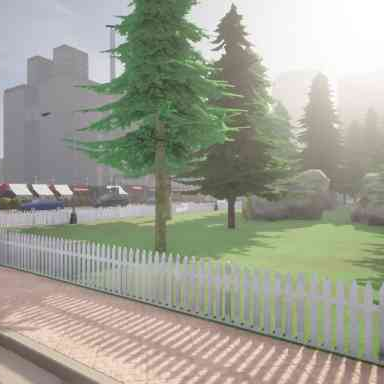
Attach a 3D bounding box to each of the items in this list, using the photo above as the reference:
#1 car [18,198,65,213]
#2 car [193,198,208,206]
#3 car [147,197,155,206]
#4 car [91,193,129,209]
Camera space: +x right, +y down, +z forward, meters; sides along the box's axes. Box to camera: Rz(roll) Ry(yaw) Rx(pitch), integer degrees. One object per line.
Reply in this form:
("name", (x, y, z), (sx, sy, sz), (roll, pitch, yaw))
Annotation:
("car", (-16.738, 1.478, 37.172), (1.882, 1.535, 5.008), (0, 0, 34))
("car", (2.158, 1.601, 52.302), (1.895, 1.301, 4.718), (0, 0, 34))
("car", (-5.305, 1.352, 54.038), (2.097, 1.767, 4.553), (0, 0, 34))
("car", (-11.092, 1.221, 45.533), (2.150, 2.045, 5.566), (0, 0, 34))
